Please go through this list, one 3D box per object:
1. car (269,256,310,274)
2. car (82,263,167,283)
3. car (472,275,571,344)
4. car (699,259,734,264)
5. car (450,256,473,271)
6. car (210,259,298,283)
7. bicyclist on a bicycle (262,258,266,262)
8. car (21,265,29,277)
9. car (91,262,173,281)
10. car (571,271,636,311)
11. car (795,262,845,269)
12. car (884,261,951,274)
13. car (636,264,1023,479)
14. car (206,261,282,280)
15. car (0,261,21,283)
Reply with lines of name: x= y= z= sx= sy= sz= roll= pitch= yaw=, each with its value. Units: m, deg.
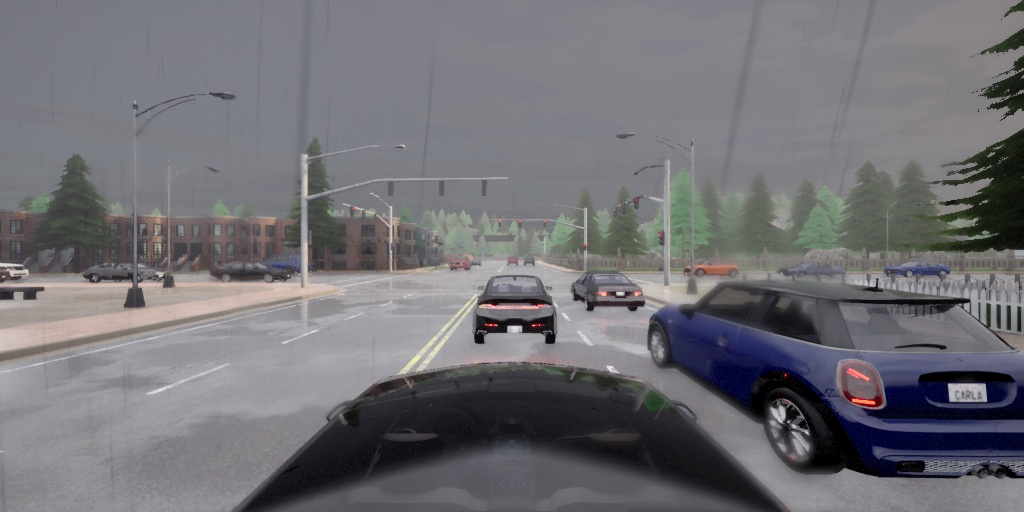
car: x=-24.336 y=0.971 z=37.836 sx=5.566 sy=2.045 sz=2.150 roll=0 pitch=0 yaw=0
car: x=-28.998 y=1.242 z=26.961 sx=4.902 sy=1.511 sz=2.128 roll=0 pitch=0 yaw=-4
car: x=0.079 y=1.242 z=9.555 sx=2.128 sy=1.511 sz=4.902 roll=0 pitch=0 yaw=1
car: x=18.775 y=1.102 z=33.963 sx=4.553 sy=1.767 sz=2.097 roll=0 pitch=0 yaw=0
car: x=-7.000 y=0.972 z=48.700 sx=2.150 sy=2.045 sz=5.566 roll=0 pitch=0 yaw=0
car: x=-19.502 y=1.228 z=27.231 sx=5.008 sy=1.535 sz=1.882 roll=0 pitch=0 yaw=-1
bicyclist on a bicycle: x=-28.735 y=1.053 z=41.685 sx=0.582 sy=1.620 sz=1.656 roll=0 pitch=0 yaw=-1
car: x=-42.171 y=0.971 z=27.913 sx=5.566 sy=2.045 sz=2.150 roll=0 pitch=0 yaw=-21
car: x=-31.908 y=1.276 z=30.240 sx=4.674 sy=1.442 sz=1.812 roll=0 pitch=0 yaw=-7
car: x=3.610 y=1.297 z=14.380 sx=2.033 sy=1.411 sz=5.357 roll=0 pitch=0 yaw=1
car: x=28.300 y=1.297 z=33.929 sx=5.357 sy=1.411 sz=2.033 roll=0 pitch=0 yaw=1
car: x=38.177 y=1.228 z=33.894 sx=5.008 sy=1.535 sz=1.882 roll=0 pitch=0 yaw=0
car: x=3.608 y=1.102 z=4.963 sx=2.097 sy=1.767 sz=4.553 roll=0 pitch=0 yaw=0
car: x=-22.811 y=1.228 z=30.669 sx=5.008 sy=1.535 sz=1.882 roll=0 pitch=0 yaw=-1
car: x=-39.168 y=1.228 z=25.243 sx=5.008 sy=1.535 sz=1.882 roll=0 pitch=0 yaw=-18
